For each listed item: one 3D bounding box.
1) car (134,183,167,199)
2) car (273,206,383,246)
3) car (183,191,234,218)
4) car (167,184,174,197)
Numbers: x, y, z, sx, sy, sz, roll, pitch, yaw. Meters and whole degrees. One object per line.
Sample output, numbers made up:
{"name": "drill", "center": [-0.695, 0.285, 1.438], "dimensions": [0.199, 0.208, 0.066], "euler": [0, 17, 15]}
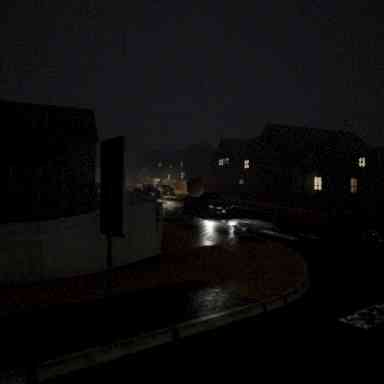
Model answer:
{"name": "car", "center": [-4.621, -0.114, 33.899], "dimensions": [2.128, 1.511, 4.902], "euler": [1, 3, -23]}
{"name": "car", "center": [5.813, 1.229, 13.501], "dimensions": [4.718, 1.301, 1.895], "euler": [3, 4, 33]}
{"name": "car", "center": [0.882, 0.683, 20.896], "dimensions": [1.812, 1.442, 4.674], "euler": [0, 3, -23]}
{"name": "car", "center": [-3.469, -0.260, 38.471], "dimensions": [1.812, 1.442, 4.674], "euler": [1, 3, -23]}
